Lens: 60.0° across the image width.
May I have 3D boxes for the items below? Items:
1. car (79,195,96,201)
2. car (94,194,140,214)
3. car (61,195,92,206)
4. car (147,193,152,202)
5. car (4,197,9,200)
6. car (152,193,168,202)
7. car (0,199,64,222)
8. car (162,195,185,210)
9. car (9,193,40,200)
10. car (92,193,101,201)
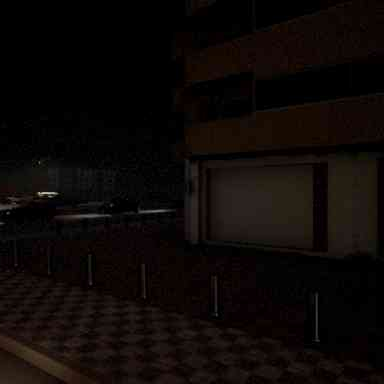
[{"bbox_3d":[-26.319,1.451,83.883,1.970,1.475,3.806,0,0,35],"label":"car"},{"bbox_3d":[-7.760,1.407,35.717,2.097,1.767,4.553,0,0,35],"label":"car"},{"bbox_3d":[-20.214,1.451,58.202,1.970,1.475,3.806,0,0,35],"label":"car"},{"bbox_3d":[-7.919,1.212,70.901,1.905,1.878,3.866,0,0,35],"label":"car"},{"bbox_3d":[-36.389,1.419,69.611,1.784,1.438,3.905,0,0,35],"label":"car"},{"bbox_3d":[-5.587,1.209,69.185,1.932,1.855,4.605,0,0,35],"label":"car"},{"bbox_3d":[-13.437,1.581,27.600,1.812,1.442,4.674,0,0,35],"label":"car"},{"bbox_3d":[-1.346,1.547,44.827,2.128,1.511,4.902,0,0,35],"label":"car"},{"bbox_3d":[-34.062,1.209,67.886,1.932,1.855,4.605,0,0,35],"label":"car"},{"bbox_3d":[-23.961,1.211,82.202,1.905,1.878,3.866,0,0,35],"label":"car"}]
